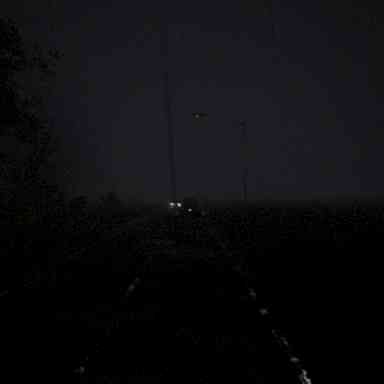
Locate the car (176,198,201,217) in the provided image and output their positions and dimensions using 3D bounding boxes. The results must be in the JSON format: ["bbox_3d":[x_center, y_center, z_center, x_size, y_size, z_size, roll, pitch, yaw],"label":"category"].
[{"bbox_3d":[-0.142,1.536,30.749,1.994,1.385,4.181,0,0,1],"label":"car"}]

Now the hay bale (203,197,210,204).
[{"bbox_3d":[2.725,1.625,63.138,1.220,1.180,1.240,1,1,0],"label":"hay bale"}]

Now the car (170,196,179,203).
[{"bbox_3d":[-3.187,1.504,66.631,1.812,1.442,4.674,0,0,0],"label":"car"}]

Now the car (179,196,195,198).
[{"bbox_3d":[-0.231,1.321,43.386,2.097,1.767,4.553,0,0,0],"label":"car"}]
